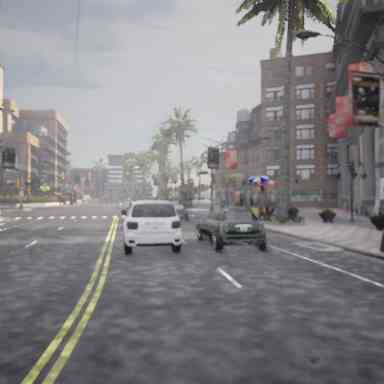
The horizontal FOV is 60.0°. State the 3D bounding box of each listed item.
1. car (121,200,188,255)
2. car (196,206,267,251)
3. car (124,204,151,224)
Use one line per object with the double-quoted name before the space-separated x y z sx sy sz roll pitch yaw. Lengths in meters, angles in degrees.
"car" -1.829 1.353 14.282 2.150 2.045 5.566 0 0 -12
"car" 1.592 1.489 15.037 2.097 1.767 4.553 0 -1 -11
"car" -4.837 1.825 28.930 2.033 1.411 5.357 0 -1 -12
